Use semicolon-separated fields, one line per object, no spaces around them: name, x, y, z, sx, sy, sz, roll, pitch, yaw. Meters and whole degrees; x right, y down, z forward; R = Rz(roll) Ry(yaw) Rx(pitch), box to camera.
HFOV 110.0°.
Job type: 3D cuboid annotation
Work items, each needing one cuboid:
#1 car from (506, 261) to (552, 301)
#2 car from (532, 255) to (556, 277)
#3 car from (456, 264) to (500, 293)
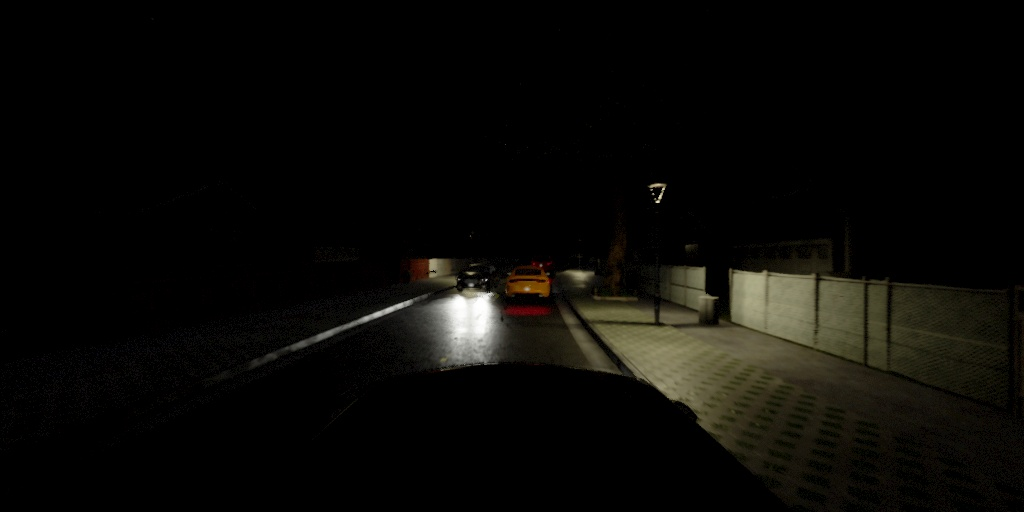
car;0.810;1.214;17.316;1.882;1.535;5.008;0;0;4
car;3.137;0.953;36.085;2.150;2.045;5.566;0;0;10
car;-1.853;1.220;20.657;2.128;1.511;4.902;0;0;5
